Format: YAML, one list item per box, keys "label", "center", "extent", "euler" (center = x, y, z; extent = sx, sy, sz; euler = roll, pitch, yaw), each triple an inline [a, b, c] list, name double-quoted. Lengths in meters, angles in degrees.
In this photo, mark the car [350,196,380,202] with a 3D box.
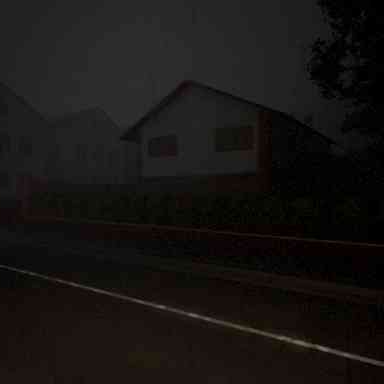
- label: "car"
  center: [13.968, 1.061, 26.309]
  extent: [3.806, 1.475, 1.970]
  euler: [0, 0, 35]
